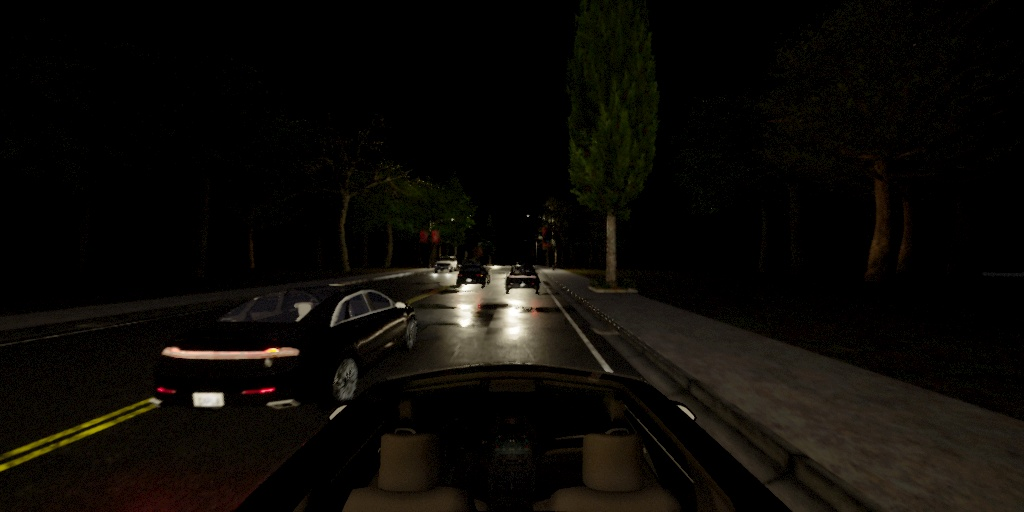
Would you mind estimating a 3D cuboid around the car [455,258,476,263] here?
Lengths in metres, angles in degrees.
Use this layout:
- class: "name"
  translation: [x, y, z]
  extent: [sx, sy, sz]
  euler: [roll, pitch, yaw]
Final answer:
- class: "car"
  translation: [-5.313, 1.209, 44.303]
  extent: [2.097, 1.767, 4.553]
  euler: [0, 0, 2]

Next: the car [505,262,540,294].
- class: "car"
  translation: [0.605, 1.287, 20.696]
  extent: [2.128, 1.511, 4.902]
  euler: [0, 0, 2]

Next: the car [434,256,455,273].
- class: "car"
  translation: [-8.474, 1.069, 46.473]
  extent: [2.150, 2.045, 5.566]
  euler: [0, 0, 2]

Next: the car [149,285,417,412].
- class: "car"
  translation: [-3.020, 1.237, 6.032]
  extent: [2.128, 1.511, 4.902]
  euler: [0, 0, 1]

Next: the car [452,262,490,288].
- class: "car"
  translation: [-2.543, 1.321, 24.132]
  extent: [1.812, 1.442, 4.674]
  euler: [0, 0, 2]
